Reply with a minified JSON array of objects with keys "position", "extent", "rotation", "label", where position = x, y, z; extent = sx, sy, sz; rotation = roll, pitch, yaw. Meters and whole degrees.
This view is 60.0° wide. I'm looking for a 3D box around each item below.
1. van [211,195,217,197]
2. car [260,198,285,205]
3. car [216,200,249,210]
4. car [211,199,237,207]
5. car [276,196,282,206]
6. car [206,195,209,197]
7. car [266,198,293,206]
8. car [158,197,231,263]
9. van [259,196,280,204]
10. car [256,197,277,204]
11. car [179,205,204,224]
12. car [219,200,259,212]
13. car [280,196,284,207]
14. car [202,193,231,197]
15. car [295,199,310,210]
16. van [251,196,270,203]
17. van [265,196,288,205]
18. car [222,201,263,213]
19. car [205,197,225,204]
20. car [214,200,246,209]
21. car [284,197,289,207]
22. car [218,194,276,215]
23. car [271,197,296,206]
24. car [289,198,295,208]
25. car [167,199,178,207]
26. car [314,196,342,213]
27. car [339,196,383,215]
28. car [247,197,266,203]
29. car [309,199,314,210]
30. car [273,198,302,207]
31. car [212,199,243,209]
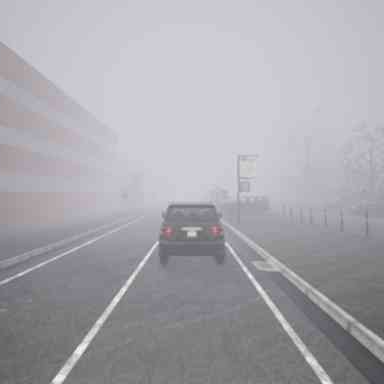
[{"position":[5.953,1.710,57.742],"extent":[4.442,1.987,1.878],"rotation":[0,0,-1],"label":"van"},{"position":[18.102,2.076,74.978],"extent":[4.892,1.521,2.231],"rotation":[0,0,-1],"label":"car"},{"position":[5.987,1.908,49.262],"extent":[4.674,1.452,2.002],"rotation":[0,0,-1],"label":"car"},{"position":[5.783,1.999,60.563],"extent":[4.674,1.452,2.002],"rotation":[0,0,-1],"label":"car"},{"position":[18.352,1.962,60.988],"extent":[5.008,1.535,2.097],"rotation":[0,0,-1],"label":"car"},{"position":[5.663,1.902,69.040],"extent":[4.553,1.767,2.185],"rotation":[0,0,-1],"label":"car"},{"position":[18.199,2.030,69.457],"extent":[5.008,1.535,2.097],"rotation":[0,0,-1],"label":"car"},{"position":[-0.002,1.350,12.559],"extent":[2.150,2.045,5.566],"rotation":[0,0,0],"label":"car"},{"position":[18.162,1.872,77.806],"extent":[4.442,1.987,1.878],"rotation":[0,-1,-1],"label":"van"},{"position":[17.961,1.996,80.749],"extent":[4.553,1.767,2.185],"rotation":[0,0,-1],"label":"car"},{"position":[-0.059,1.845,28.525],"extent":[1.994,1.385,4.181],"rotation":[0,0,0],"label":"car"},{"position":[6.087,1.819,43.612],"extent":[5.008,1.535,2.097],"rotation":[0,-1,-1],"label":"car"},{"position":[18.430,1.968,58.041],"extent":[4.792,1.488,2.163],"rotation":[0,-1,-1],"label":"car"},{"position":[5.558,1.821,74.691],"extent":[5.566,2.045,2.435],"rotation":[0,0,-1],"label":"car"},{"position":[18.551,1.871,49.570],"extent":[4.892,1.521,2.231],"rotation":[0,-1,-1],"label":"car"},{"position":[17.775,1.940,86.271],"extent":[4.442,1.987,1.878],"rotation":[0,0,-1],"label":"van"},{"position":[18.261,1.826,72.157],"extent":[4.442,1.987,1.878],"rotation":[0,0,-1],"label":"van"},{"position":[6.141,1.833,40.785],"extent":[4.674,1.452,2.002],"rotation":[0,-1,-1],"label":"car"},{"position":[5.458,1.993,80.341],"extent":[4.553,1.767,2.185],"rotation":[0,0,-1],"label":"car"},{"position":[5.941,1.930,52.087],"extent":[4.674,1.452,2.002],"rotation":[0,0,-1],"label":"car"},{"position":[18.448,1.915,55.217],"extent":[5.008,1.535,2.097],"rotation":[0,-1,-1],"label":"car"},{"position":[6.166,1.515,37.963],"extent":[5.566,2.045,2.435],"rotation":[0,-1,-1],"label":"car"},{"position":[18.276,1.882,66.635],"extent":[4.553,1.767,2.185],"rotation":[0,0,-1],"label":"car"},{"position":[18.499,1.893,52.394],"extent":[5.008,1.535,2.097],"rotation":[0,0,-1],"label":"car"},{"position":[-3.685,2.141,64.529],"extent":[1.895,1.301,4.718],"rotation":[0,0,0],"label":"car"},{"position":[18.683,1.546,41.227],"extent":[5.566,2.045,2.435],"rotation":[0,0,-1],"label":"car"},{"position":[18.753,1.609,35.446],"extent":[4.553,1.767,2.185],"rotation":[0,0,-1],"label":"car"},{"position":[17.786,2.180,92.051],"extent":[5.008,1.535,2.097],"rotation":[0,1,-1],"label":"car"},{"position":[18.668,1.822,43.925],"extent":[4.892,1.521,2.231],"rotation":[0,0,-1],"label":"car"},{"position":[18.291,1.985,63.811],"extent":[5.008,1.535,2.097],"rotation":[0,0,-1],"label":"car"},{"position":[5.858,1.943,54.912],"extent":[4.792,1.488,2.163],"rotation":[0,0,-1],"label":"car"}]
